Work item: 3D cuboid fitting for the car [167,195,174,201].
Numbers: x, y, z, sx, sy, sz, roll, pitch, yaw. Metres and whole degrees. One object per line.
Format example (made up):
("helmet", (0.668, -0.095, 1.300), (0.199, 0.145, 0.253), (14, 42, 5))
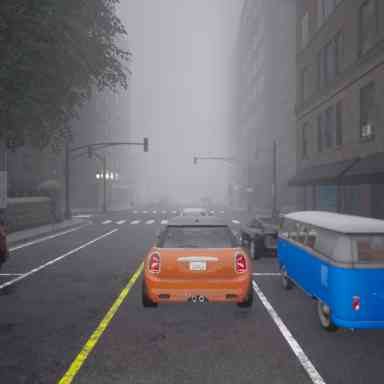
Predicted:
("car", (-5.671, 1.502, 88.193), (1.752, 1.417, 4.829), (0, 0, 0))

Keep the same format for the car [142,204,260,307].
("car", (0.102, 1.351, 8.113), (2.097, 1.767, 4.553), (0, 0, 0))

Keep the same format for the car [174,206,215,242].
("car", (0.101, 1.520, 17.114), (1.812, 1.442, 4.674), (0, 0, 0))

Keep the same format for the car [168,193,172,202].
("car", (-5.671, 1.514, 66.560), (1.887, 1.381, 4.507), (0, 0, 0))

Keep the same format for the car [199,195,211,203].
("car", (2.854, 1.409, 66.596), (1.967, 1.590, 4.097), (0, 0, 0))

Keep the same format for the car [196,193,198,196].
("car", (2.853, 1.506, 94.009), (1.752, 1.417, 4.829), (0, 0, 0))

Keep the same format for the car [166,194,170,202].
("car", (-5.670, 1.514, 61.109), (1.887, 1.381, 4.507), (0, 0, 0))

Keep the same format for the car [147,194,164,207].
("car", (-5.670, 1.497, 50.038), (1.752, 1.417, 4.829), (0, 0, 0))

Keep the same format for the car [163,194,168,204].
("car", (-5.670, 1.521, 55.658), (2.008, 1.369, 4.403), (0, 0, 0))

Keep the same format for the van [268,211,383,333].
("van", (2.856, 1.340, 6.559), (1.690, 1.788, 3.998), (0, 0, 0))

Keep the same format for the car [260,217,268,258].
("car", (2.856, 1.563, 12.220), (1.947, 1.339, 4.313), (0, 0, 0))

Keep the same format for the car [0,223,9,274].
("car", (-5.669, 1.314, 6.519), (2.192, 1.841, 5.009), (0, 0, 0))

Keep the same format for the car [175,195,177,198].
("car", (-5.672, 1.289, 82.913), (2.192, 1.841, 5.009), (0, 0, 0))

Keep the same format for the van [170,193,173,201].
("van", (-5.671, 1.311, 72.011), (1.690, 1.788, 3.998), (0, 0, 0))

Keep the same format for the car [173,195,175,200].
("car", (-5.671, 1.522, 77.462), (2.008, 1.369, 4.403), (0, 0, 0))
